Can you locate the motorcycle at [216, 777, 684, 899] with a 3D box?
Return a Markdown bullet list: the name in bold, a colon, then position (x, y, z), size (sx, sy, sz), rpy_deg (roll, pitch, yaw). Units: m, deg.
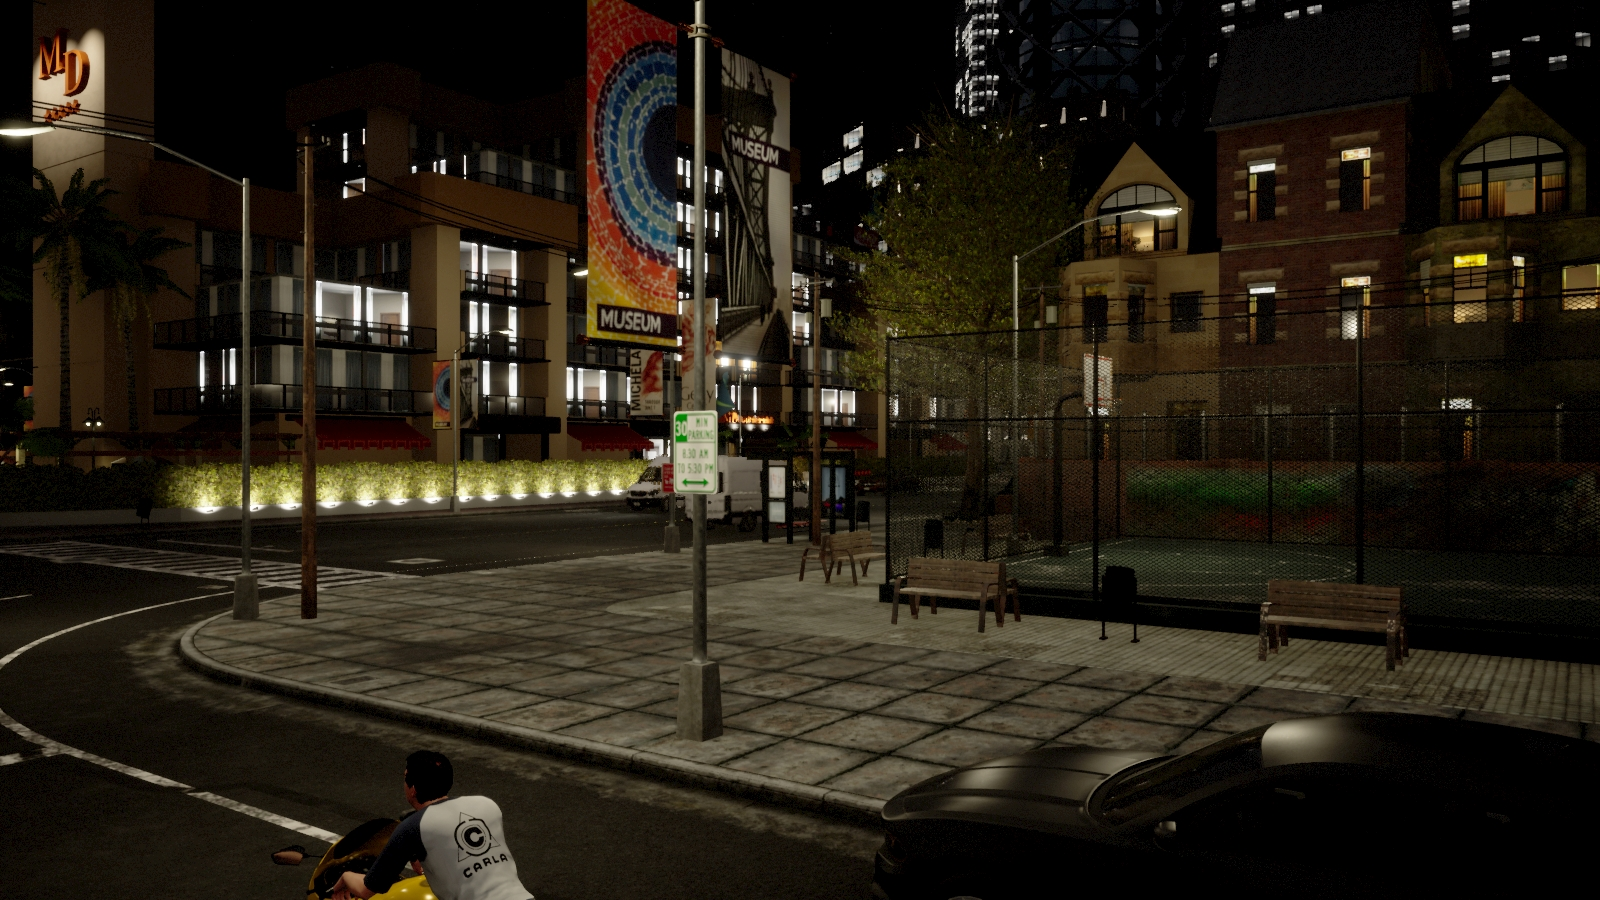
- **motorcycle**: position (-1.529, 2.213, 4.819), size (2.033, 1.145, 0.803), rpy_deg (0, 0, 35)
